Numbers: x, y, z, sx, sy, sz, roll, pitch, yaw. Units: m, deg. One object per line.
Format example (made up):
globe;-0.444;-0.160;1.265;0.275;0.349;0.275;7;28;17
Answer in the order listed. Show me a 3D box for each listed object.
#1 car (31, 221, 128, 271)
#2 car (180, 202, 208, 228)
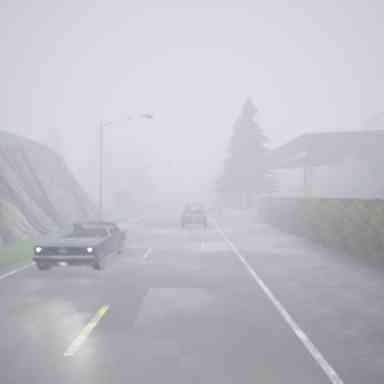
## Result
car;-3.578;1.716;11.461;1.895;1.301;4.718;0;-1;0
car;0.152;1.737;24.559;2.128;1.511;4.902;0;-1;0
